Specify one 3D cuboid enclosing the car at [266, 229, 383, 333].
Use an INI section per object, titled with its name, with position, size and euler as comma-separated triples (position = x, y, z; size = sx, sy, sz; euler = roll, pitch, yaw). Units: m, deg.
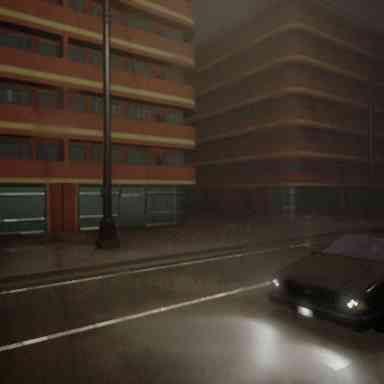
[car]
position = 3.958, 1.507, 6.864
size = 5.357, 1.411, 2.033
euler = 0, 0, -36
